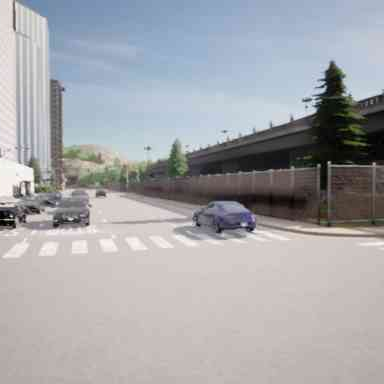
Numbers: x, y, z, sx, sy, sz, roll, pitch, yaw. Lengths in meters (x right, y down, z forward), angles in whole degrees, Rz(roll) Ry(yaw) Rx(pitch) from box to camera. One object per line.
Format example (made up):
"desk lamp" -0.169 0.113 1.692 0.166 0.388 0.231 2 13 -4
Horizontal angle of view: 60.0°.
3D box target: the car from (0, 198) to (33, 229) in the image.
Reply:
"car" -10.293 1.235 18.315 1.895 1.301 4.718 0 1 -18

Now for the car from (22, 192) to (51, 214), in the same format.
"car" -13.237 1.013 27.390 2.033 1.411 5.357 0 1 -18

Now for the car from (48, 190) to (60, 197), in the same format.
"car" -16.319 0.835 36.963 2.033 1.411 5.357 0 1 -18

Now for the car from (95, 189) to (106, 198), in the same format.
"car" -17.330 0.294 62.993 1.837 1.490 4.892 0 1 -18

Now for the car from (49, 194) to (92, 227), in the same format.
"car" -6.967 1.111 19.402 1.837 1.490 4.892 0 1 -18

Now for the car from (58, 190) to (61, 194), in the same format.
"car" -19.369 0.463 46.447 2.097 1.767 4.553 0 1 -17

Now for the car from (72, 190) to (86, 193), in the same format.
"car" -12.580 0.636 36.747 2.097 1.767 4.553 0 1 -18

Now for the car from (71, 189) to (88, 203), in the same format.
"car" -15.673 0.458 46.359 2.097 1.767 4.553 0 1 -18

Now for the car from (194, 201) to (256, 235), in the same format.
"car" 1.523 1.176 16.538 1.812 1.442 4.674 -1 1 -18
